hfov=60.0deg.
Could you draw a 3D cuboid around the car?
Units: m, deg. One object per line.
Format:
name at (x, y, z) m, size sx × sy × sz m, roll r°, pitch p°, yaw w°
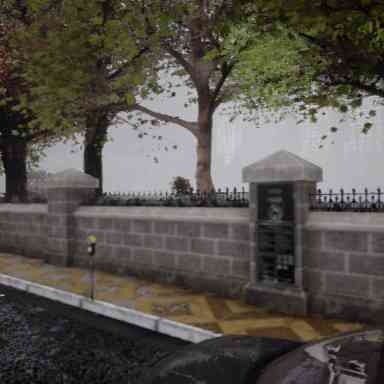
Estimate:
car at (1.443, 1.548, 1.852) m, size 4.403 × 1.369 × 2.008 m, roll -1°, pitch -1°, yaw 36°
